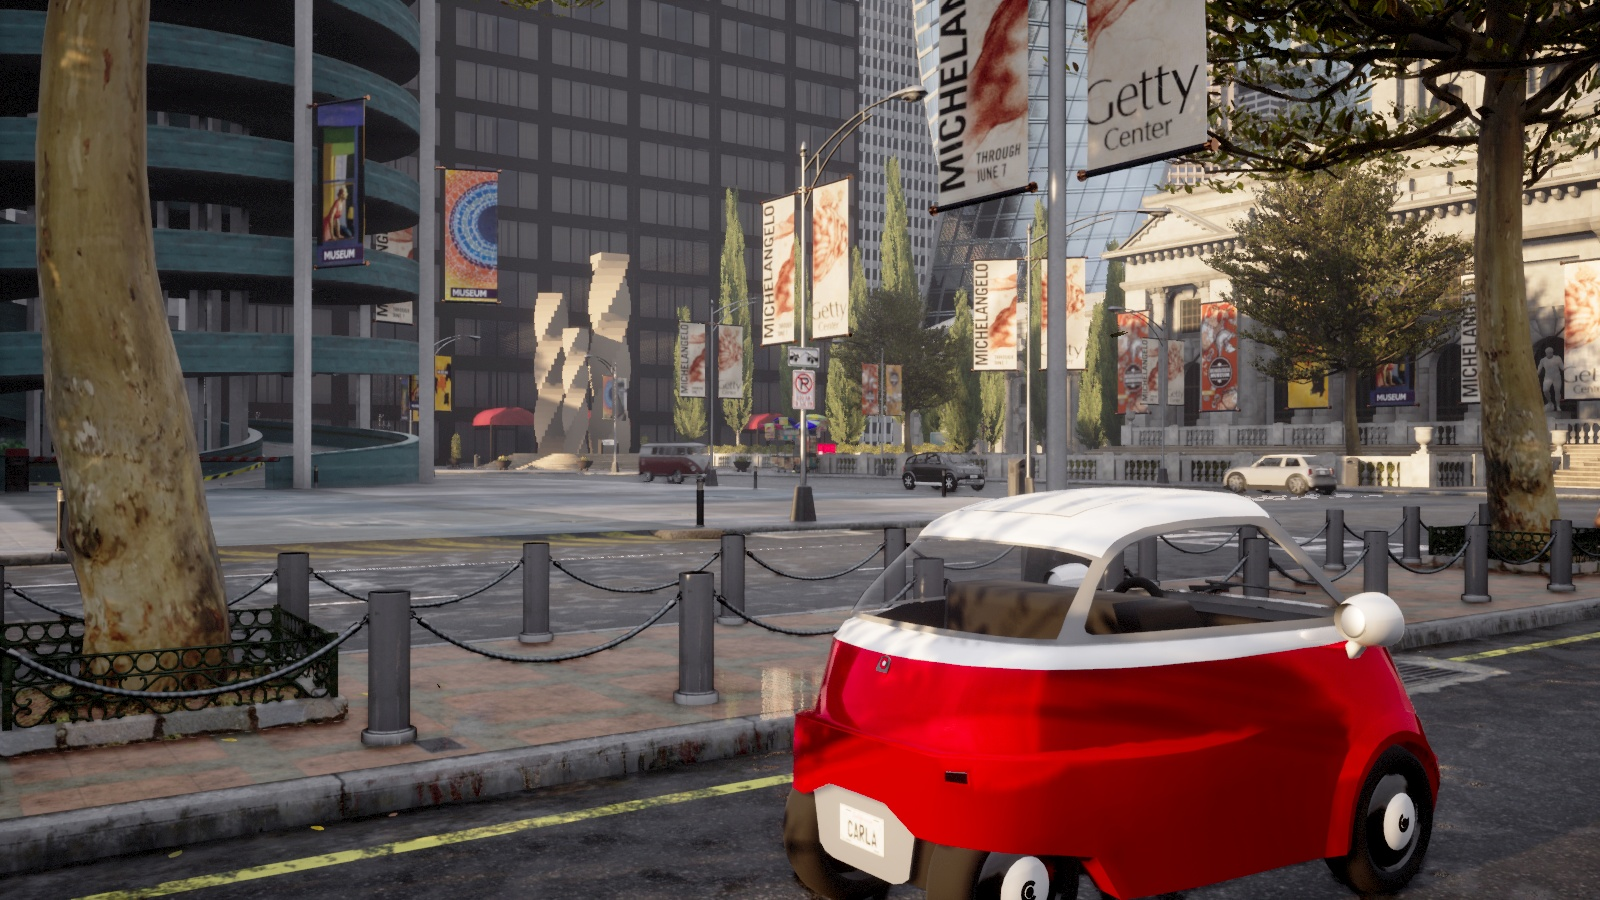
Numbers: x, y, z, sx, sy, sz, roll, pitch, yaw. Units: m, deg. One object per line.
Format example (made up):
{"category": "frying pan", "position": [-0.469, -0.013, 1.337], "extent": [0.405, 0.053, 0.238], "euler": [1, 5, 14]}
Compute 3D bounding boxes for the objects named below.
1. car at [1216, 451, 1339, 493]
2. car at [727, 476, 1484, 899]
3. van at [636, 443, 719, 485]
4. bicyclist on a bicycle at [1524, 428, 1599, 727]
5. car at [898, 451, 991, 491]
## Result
{"category": "car", "position": [17.606, 0.786, 46.407], "extent": [1.970, 1.475, 3.806], "euler": [0, 0, -35]}
{"category": "car", "position": [1.080, 0.808, 4.410], "extent": [2.207, 1.376, 1.481], "euler": [0, 0, -35]}
{"category": "van", "position": [-6.066, 0.661, 61.736], "extent": [1.775, 1.987, 4.442], "euler": [0, 0, -42]}
{"category": "bicyclist on a bicycle", "position": [4.964, 0.688, 7.177], "extent": [1.509, 1.612, 0.866], "euler": [0, 0, -35]}
{"category": "car", "position": [5.841, 0.836, 51.122], "extent": [1.789, 1.549, 3.705], "euler": [0, 0, -35]}
